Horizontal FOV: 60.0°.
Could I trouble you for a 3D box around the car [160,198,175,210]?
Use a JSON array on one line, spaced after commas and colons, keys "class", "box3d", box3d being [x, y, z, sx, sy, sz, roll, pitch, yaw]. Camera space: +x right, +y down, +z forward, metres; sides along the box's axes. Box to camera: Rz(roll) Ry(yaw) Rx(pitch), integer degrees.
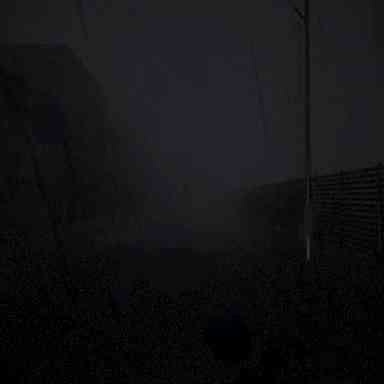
[{"class": "car", "box3d": [-4.049, 2.001, 56.509, 2.150, 2.045, 5.566, 0, -1, 1]}]
